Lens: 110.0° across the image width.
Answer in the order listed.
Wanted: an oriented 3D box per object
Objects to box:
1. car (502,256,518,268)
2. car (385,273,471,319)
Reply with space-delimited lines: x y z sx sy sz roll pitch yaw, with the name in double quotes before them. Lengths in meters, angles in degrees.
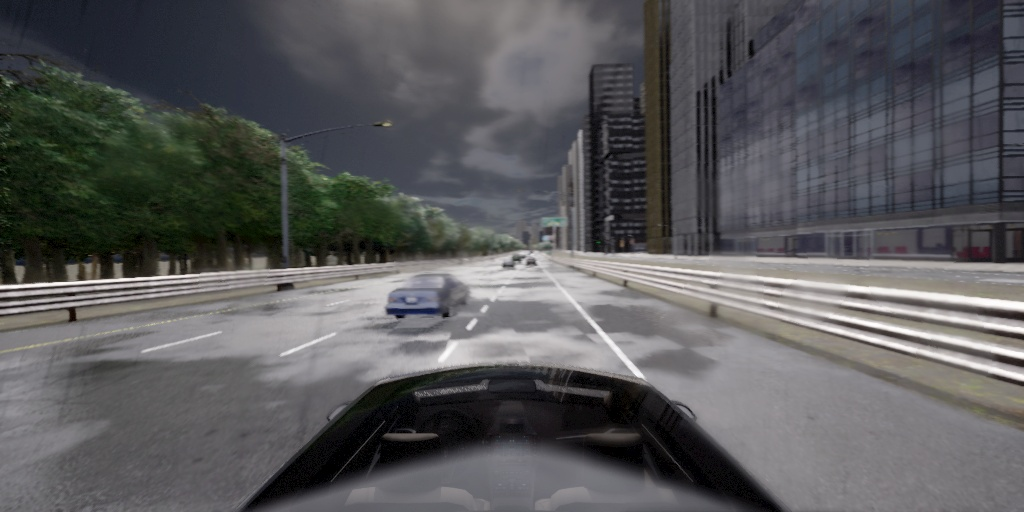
"car" -0.483 1.165 57.446 1.994 1.385 4.181 -1 0 3
"car" -2.799 1.327 13.039 2.033 1.411 5.357 -1 0 3
